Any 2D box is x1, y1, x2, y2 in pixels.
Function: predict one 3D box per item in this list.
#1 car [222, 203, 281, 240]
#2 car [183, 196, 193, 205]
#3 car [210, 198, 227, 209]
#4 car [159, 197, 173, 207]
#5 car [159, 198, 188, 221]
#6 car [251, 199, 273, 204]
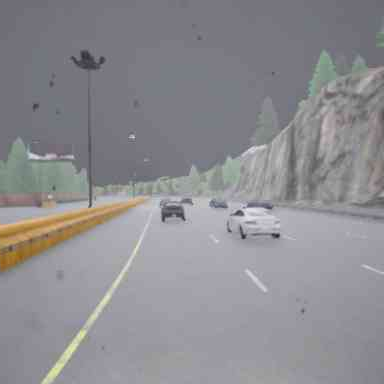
[{"bbox_3d":[2.983,1.486,16.643,1.812,1.442,4.674,-1,0,-6],"label":"car"},{"bbox_3d":[-0.940,1.555,60.555,1.837,1.490,4.892,-1,0,-4],"label":"car"},{"bbox_3d":[3.547,1.514,44.969,2.033,1.411,5.357,-1,0,-4],"label":"car"},{"bbox_3d":[-4.335,1.651,55.951,2.033,1.411,5.357,-1,0,-2],"label":"car"},{"bbox_3d":[-1.648,1.548,28.081,1.837,1.490,4.892,-1,0,-6],"label":"car"},{"bbox_3d":[7.860,1.493,38.628,1.895,1.301,4.718,-1,0,-5],"label":"car"}]
